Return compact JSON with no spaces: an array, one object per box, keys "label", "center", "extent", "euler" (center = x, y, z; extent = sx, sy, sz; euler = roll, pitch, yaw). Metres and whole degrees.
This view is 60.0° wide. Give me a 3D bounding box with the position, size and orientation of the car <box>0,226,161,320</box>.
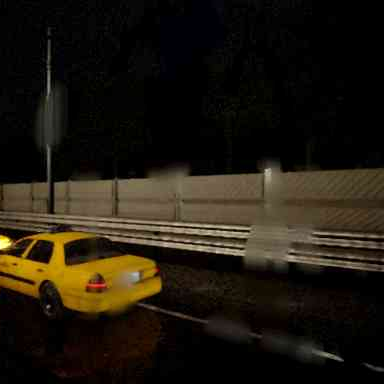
[{"label":"car","center":[-3.133,1.548,7.532],"extent":[5.366,1.575,1.801],"euler":[-1,-1,37]}]
